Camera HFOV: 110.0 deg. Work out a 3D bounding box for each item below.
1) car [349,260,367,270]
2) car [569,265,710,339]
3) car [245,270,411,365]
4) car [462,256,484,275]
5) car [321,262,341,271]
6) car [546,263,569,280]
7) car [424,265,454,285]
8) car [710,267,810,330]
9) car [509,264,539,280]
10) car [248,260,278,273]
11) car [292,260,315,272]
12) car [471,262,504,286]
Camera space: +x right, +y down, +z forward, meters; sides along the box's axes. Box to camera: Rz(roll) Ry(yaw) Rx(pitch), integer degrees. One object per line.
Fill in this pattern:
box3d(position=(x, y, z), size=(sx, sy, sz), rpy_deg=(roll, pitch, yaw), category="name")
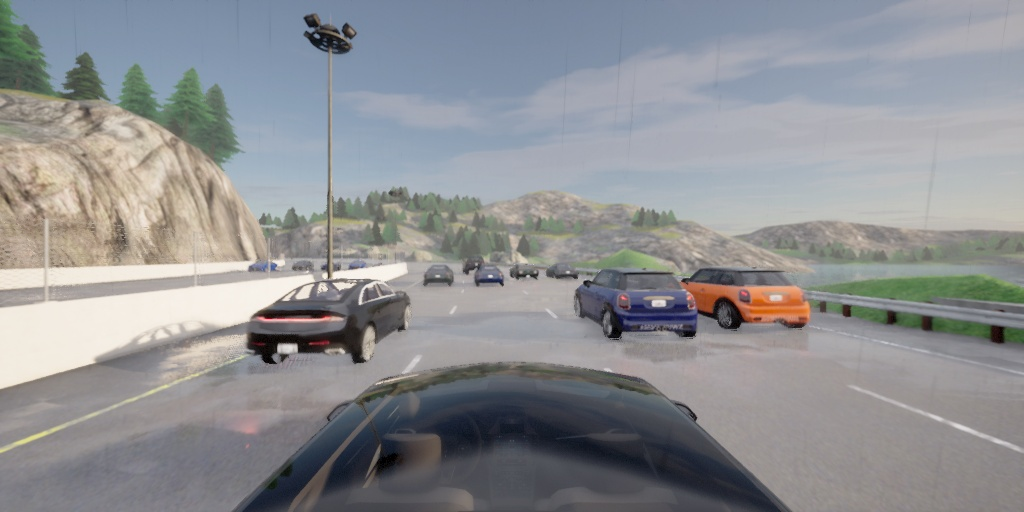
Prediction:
box3d(position=(-21.013, 1.287, 49.077), size=(1.882, 1.535, 5.008), rpy_deg=(0, 0, -16), category="car")
box3d(position=(3.245, 1.111, 10.307), size=(2.097, 1.767, 4.553), rpy_deg=(0, 0, -3), category="car")
box3d(position=(-3.642, 1.250, 8.081), size=(2.128, 1.511, 4.902), rpy_deg=(0, 0, -2), category="car")
box3d(position=(-4.364, 1.018, 40.898), size=(2.150, 2.045, 5.566), rpy_deg=(0, 0, -13), category="car")
box3d(position=(-24.590, 1.412, 48.891), size=(1.895, 1.301, 4.718), rpy_deg=(0, 0, -16), category="car")
box3d(position=(4.399, 1.347, 32.182), size=(1.994, 1.385, 4.181), rpy_deg=(0, 0, -9), category="car")
box3d(position=(-5.296, 1.343, 26.201), size=(1.994, 1.385, 4.181), rpy_deg=(0, 0, -8), category="car")
box3d(position=(6.698, 1.111, 11.359), size=(2.097, 1.767, 4.553), rpy_deg=(0, 0, -3), category="car")
box3d(position=(0.963, 1.385, 31.720), size=(1.895, 1.301, 4.718), rpy_deg=(0, 0, -9), category="car")
box3d(position=(-30.556, 1.285, 44.143), size=(1.882, 1.535, 5.008), rpy_deg=(0, 0, -15), category="car")
box3d(position=(-28.067, 1.318, 48.329), size=(1.837, 1.490, 4.892), rpy_deg=(0, -1, -16), category="car")
box3d(position=(-1.730, 1.341, 25.912), size=(1.994, 1.385, 4.181), rpy_deg=(0, 0, -8), category="car")
